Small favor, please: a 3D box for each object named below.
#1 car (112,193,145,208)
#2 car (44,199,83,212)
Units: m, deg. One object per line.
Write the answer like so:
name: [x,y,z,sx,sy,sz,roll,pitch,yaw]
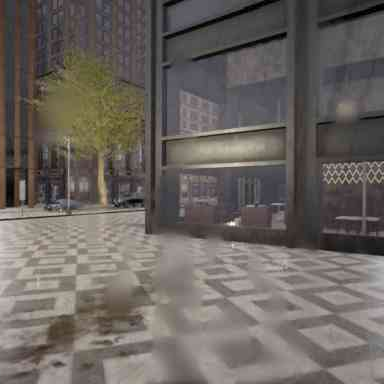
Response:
car: [-8.431,1.102,46.285,2.150,2.045,5.566,0,0,35]
car: [-14.511,1.468,37.791,1.994,1.385,4.181,0,0,35]
